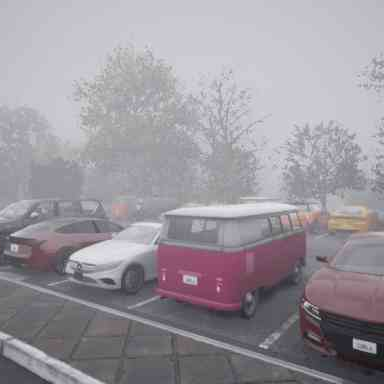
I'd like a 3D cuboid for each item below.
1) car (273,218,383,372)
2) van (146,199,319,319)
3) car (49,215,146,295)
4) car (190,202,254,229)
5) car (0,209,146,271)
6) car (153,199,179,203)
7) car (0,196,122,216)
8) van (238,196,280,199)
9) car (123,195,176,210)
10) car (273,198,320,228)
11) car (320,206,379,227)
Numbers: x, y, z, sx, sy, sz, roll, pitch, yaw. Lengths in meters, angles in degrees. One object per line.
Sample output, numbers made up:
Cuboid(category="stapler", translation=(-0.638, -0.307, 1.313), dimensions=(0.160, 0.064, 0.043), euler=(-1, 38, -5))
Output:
Cuboid(category="car", translation=(3.423, 1.486, 5.823), dimensions=(2.097, 1.535, 5.008), euler=(0, 0, 36))
Cuboid(category="van", translation=(1.232, 1.264, 7.532), dimensions=(1.878, 1.987, 4.442), euler=(0, 0, 36))
Cuboid(category="car", translation=(-1.090, 1.533, 9.057), dimensions=(2.002, 1.452, 4.674), euler=(0, 0, 36))
Cuboid(category="car", translation=(2.187, 1.501, 22.792), dimensions=(2.231, 1.521, 4.892), euler=(0, 0, 36))
Cuboid(category="car", translation=(-3.330, 1.527, 10.696), dimensions=(2.163, 1.488, 4.792), euler=(0, 0, 36))
Cuboid(category="car", translation=(-0.166, 1.503, 24.259), dimensions=(1.946, 1.575, 5.366), euler=(0, 0, 36))
Cuboid(category="car", translation=(-5.620, 1.249, 12.268), dimensions=(2.435, 2.045, 5.566), euler=(0, 0, 36))
Cuboid(category="van", translation=(4.510, 1.270, 21.277), dimensions=(1.878, 1.987, 4.442), euler=(0, 0, 36))
Cuboid(category="car", translation=(-2.292, 1.264, 26.047), dimensions=(2.435, 2.045, 5.566), euler=(-1, 0, 36))
Cuboid(category="car", translation=(6.674, 1.367, 19.542), dimensions=(2.185, 1.767, 4.553), euler=(0, 0, 36))
Cuboid(category="car", translation=(8.839, 1.489, 18.021), dimensions=(2.097, 1.535, 5.008), euler=(0, 0, 36))
